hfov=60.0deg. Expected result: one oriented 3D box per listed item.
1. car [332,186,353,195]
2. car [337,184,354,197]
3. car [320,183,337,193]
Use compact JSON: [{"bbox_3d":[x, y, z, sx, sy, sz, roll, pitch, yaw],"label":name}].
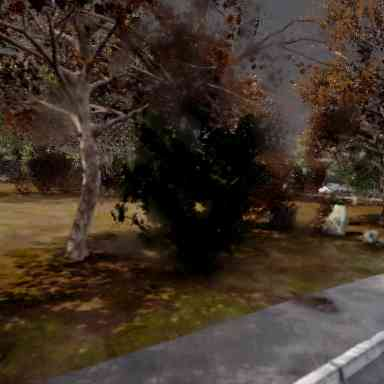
[{"bbox_3d":[29.065,-0.253,64.121,1.946,1.575,5.366,6,3,43],"label":"car"},{"bbox_3d":[24.326,0.075,50.923,2.097,1.535,5.008,6,3,43],"label":"car"},{"bbox_3d":[22.330,-0.374,52.816,2.435,2.045,5.566,6,3,43],"label":"car"}]
